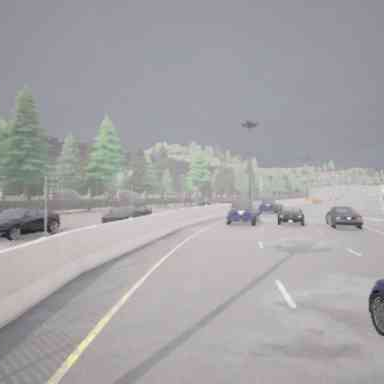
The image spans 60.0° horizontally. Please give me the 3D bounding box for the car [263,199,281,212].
[{"bbox_3d":[9.683,1.623,40.429,2.097,1.767,4.553,0,0,25],"label":"car"}]

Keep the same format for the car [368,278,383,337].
[{"bbox_3d":[3.818,1.565,3.698,1.812,1.442,4.674,0,0,3],"label":"car"}]

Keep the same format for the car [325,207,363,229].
[{"bbox_3d":[10.506,1.726,23.230,2.033,1.411,5.357,0,0,16],"label":"car"}]

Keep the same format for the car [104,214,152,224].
[{"bbox_3d":[-4.286,1.584,22.317,1.882,1.535,5.008,0,0,14],"label":"car"}]

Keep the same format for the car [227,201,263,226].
[{"bbox_3d":[4.015,1.515,25.540,2.097,1.767,4.553,0,0,16],"label":"car"}]

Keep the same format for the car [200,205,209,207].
[{"bbox_3d":[1.286,1.807,55.090,2.128,1.511,4.902,0,0,29],"label":"car"}]

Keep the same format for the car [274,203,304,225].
[{"bbox_3d":[7.579,1.780,25.544,1.895,1.301,4.718,0,0,17],"label":"car"}]

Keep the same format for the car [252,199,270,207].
[{"bbox_3d":[12.646,2.002,60.992,1.895,1.301,4.718,0,0,30],"label":"car"}]
